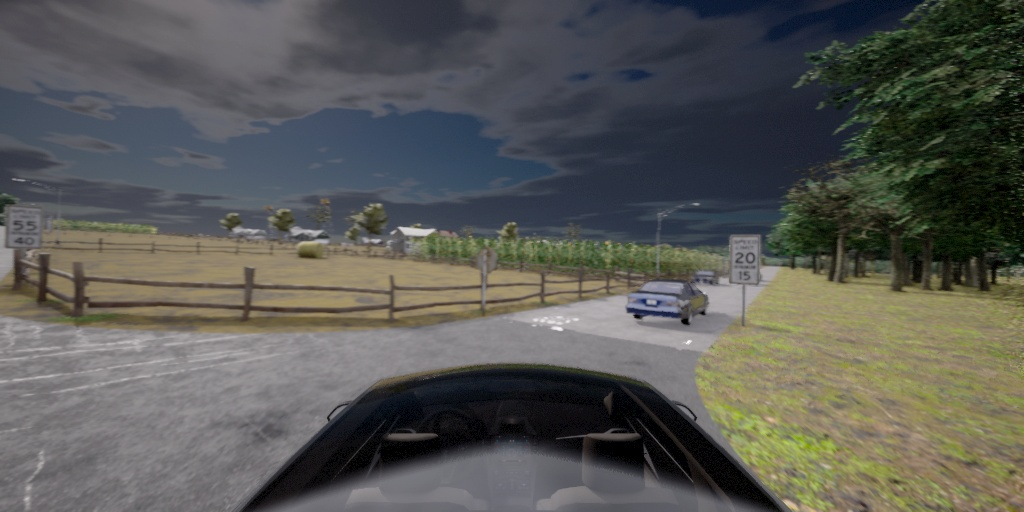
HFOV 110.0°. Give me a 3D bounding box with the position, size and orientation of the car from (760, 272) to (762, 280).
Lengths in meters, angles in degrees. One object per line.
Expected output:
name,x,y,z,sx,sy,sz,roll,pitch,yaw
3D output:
car,32.789,2.570,48.833,2.128,1.511,4.902,1,-1,38

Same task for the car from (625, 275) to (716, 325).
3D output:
car,5.870,1.556,13.233,2.033,1.411,5.357,1,-1,37

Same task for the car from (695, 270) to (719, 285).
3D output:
car,19.460,2.156,35.924,2.033,1.411,5.357,1,-1,37
